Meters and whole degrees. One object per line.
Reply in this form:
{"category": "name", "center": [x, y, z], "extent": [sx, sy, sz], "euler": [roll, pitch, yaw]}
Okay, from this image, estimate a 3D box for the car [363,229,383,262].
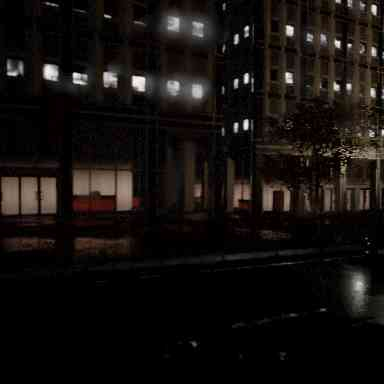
{"category": "car", "center": [7.601, 1.441, 10.340], "extent": [5.008, 1.535, 1.882], "euler": [1, 1, -24]}
